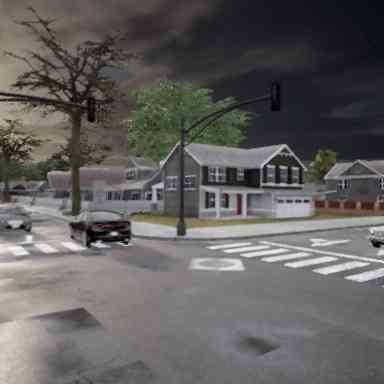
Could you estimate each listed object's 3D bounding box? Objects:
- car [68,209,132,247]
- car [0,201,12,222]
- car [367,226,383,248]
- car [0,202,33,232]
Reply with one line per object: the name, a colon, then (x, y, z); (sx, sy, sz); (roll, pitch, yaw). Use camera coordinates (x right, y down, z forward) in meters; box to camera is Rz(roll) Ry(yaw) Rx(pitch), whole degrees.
car: (-4.426, 1.553, 15.594); (1.882, 1.535, 5.008); (1, -1, -31)
car: (-16.277, 1.553, 27.463); (1.882, 1.535, 5.008); (1, -1, -35)
car: (9.707, 1.776, 14.597); (4.718, 1.301, 1.895); (1, 0, -36)
car: (-10.789, 1.551, 19.712); (2.128, 1.511, 4.902); (1, -1, -35)
